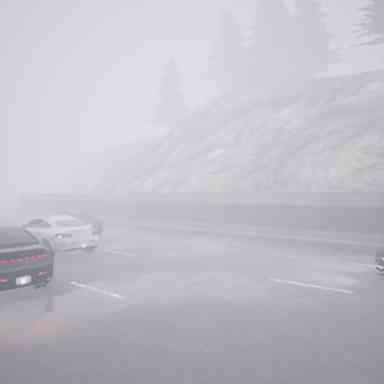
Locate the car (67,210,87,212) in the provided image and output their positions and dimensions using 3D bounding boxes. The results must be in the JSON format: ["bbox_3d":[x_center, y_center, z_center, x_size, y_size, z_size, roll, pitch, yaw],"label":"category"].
[{"bbox_3d":[-6.919,1.729,19.193,4.181,1.385,1.994,0,-1,43],"label":"car"}]

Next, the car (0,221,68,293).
[{"bbox_3d":[-5.318,1.578,8.381,4.892,1.490,1.837,0,0,40],"label":"car"}]

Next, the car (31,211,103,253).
[{"bbox_3d":[-5.520,1.640,13.149,4.674,1.442,1.812,0,-1,41],"label":"car"}]

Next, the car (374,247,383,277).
[{"bbox_3d":[6.985,1.570,7.667,4.892,1.490,1.837,-1,-1,35],"label":"car"}]
